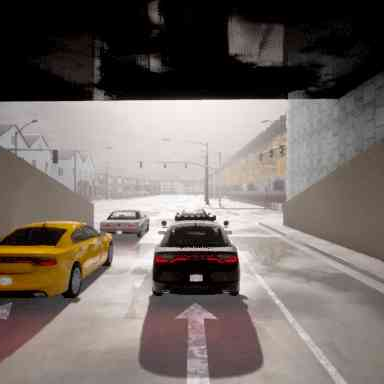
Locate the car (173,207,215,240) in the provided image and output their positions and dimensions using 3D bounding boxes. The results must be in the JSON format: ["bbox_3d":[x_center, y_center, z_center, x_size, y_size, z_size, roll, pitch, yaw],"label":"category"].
[{"bbox_3d":[0.094,1.566,17.851,1.994,1.385,4.181,0,0,0],"label":"car"}]

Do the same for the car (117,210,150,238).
[{"bbox_3d":[-3.404,1.603,17.806,1.895,1.301,4.718,0,0,0],"label":"car"}]

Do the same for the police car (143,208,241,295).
[{"bbox_3d":[0.087,1.426,8.889,1.930,1.638,5.238,0,0,0],"label":"police car"}]

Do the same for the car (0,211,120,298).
[{"bbox_3d":[-3.409,1.479,8.564,1.882,1.535,5.008,0,0,0],"label":"car"}]
